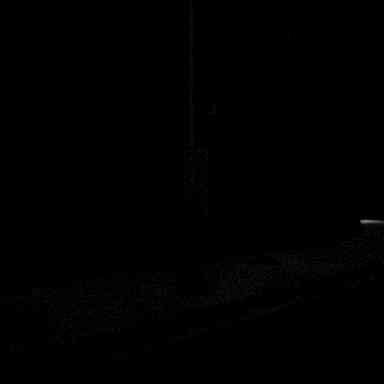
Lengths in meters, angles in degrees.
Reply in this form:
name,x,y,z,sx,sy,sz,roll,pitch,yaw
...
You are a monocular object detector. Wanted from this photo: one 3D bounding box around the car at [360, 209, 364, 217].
name,x,y,z,sx,sy,sz,roll,pitch,yaw
car,11.186,1.385,26.239,1.994,1.385,4.181,0,1,-36
